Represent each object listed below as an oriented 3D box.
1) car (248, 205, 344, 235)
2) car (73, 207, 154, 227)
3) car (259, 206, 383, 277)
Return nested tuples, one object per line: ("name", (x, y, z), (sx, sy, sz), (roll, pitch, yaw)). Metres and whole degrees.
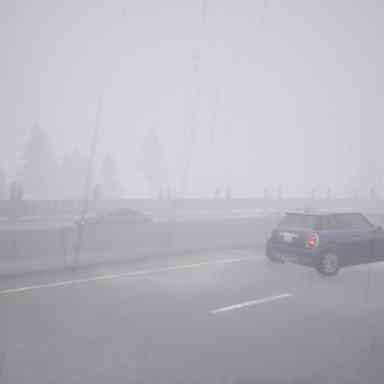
("car", (6.091, 1.538, 19.308), (5.357, 1.411, 2.033), (0, 0, -26))
("car", (-4.118, 1.508, 17.682), (4.181, 1.385, 1.994), (0, 0, -31))
("car", (4.544, 1.343, 10.363), (4.553, 1.767, 2.097), (0, 0, -29))
